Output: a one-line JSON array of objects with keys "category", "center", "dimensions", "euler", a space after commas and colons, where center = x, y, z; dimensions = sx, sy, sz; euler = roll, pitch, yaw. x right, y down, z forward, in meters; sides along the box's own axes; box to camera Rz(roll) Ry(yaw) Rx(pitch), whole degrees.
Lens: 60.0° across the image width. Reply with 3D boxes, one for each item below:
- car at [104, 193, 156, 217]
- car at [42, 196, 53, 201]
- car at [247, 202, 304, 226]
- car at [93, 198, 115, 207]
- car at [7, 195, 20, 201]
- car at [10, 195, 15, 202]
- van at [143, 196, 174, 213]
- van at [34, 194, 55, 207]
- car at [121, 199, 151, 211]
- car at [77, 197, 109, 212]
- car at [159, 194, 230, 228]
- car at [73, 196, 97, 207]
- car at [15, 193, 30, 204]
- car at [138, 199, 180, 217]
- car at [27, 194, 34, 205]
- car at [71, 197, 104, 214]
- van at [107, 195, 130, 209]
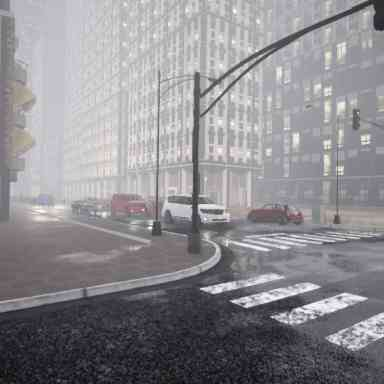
[{"category": "car", "center": [-5.686, 1.155, 30.310], "dimensions": [2.150, 2.045, 5.566], "euler": [1, -1, -35]}, {"category": "car", "center": [-36.476, 1.570, 83.946], "dimensions": [1.802, 1.307, 4.206], "euler": [1, -1, -35]}, {"category": "car", "center": [5.878, 1.505, 23.960], "dimensions": [1.967, 1.590, 4.097], "euler": [1, -1, -35]}, {"category": "car", "center": [-13.672, 1.586, 51.645], "dimensions": [1.947, 1.339, 4.313], "euler": [1, -1, -35]}, {"category": "car", "center": [-40.062, 1.377, 74.500], "dimensions": [2.008, 1.369, 4.403], "euler": [1, -1, -35]}, {"category": "car", "center": [-36.805, 1.396, 69.886], "dimensions": [1.947, 1.339, 4.313], "euler": [1, -1, -35]}, {"category": "van", "center": [-3.894, 1.382, 37.804], "dimensions": [1.690, 1.788, 3.998], "euler": [1, -1, -35]}, {"category": "van", "center": [-20.512, 1.197, 46.815], "dimensions": [1.690, 1.788, 3.998], "euler": [1, -1, -35]}, {"category": "car", "center": [-7.156, 1.584, 42.416], "dimensions": [2.008, 1.369, 4.403], "euler": [1, -1, -35]}, {"category": "car", "center": [-11.535, 1.412, 38.605], "dimensions": [2.128, 1.511, 4.902], "euler": [1, -1, -35]}, {"category": "car", "center": [0.092, 1.170, 22.122], "dimensions": [2.150, 2.045, 5.566], "euler": [1, -1, -35]}, {"category": "car", "center": [-16.394, 1.460, 50.964], "dimensions": [2.128, 1.511, 4.902], "euler": [1, -1, -35]}, {"category": "car", "center": [-30.285, 1.155, 60.659], "dimensions": [2.192, 1.841, 5.009], "euler": [1, -1, -35]}, {"category": "car", "center": [-3.297, 1.474, 32.449], "dimensions": [1.882, 1.535, 5.008], "euler": [1, -1, -35]}, {"category": "car", "center": [-23.774, 1.432, 51.427], "dimensions": [1.802, 1.307, 4.206], "euler": [1, -1, -35]}, {"category": "car", "center": [-10.743, 1.427, 32.970], "dimensions": [2.008, 1.369, 4.403], "euler": [1, -1, -35]}, {"category": "van", "center": [-10.409, 1.368, 47.033], "dimensions": [1.690, 1.788, 3.998], "euler": [1, -1, -35]}]
